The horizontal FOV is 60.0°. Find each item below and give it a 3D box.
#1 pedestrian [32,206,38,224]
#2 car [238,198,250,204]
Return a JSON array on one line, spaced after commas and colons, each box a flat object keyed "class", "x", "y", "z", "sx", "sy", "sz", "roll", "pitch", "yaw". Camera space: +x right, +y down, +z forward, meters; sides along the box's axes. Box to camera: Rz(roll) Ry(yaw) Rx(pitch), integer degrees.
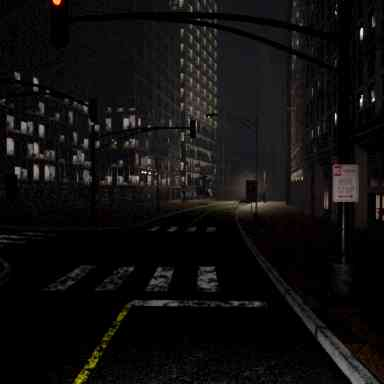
[{"class": "pedestrian", "x": -9.376, "y": 1.345, "z": 19.873, "sx": 0.500, "sy": 1.100, "sz": 0.500, "roll": 0, "pitch": 0, "yaw": 17}, {"class": "car", "x": 10.896, "y": 1.865, "z": 68.989, "sx": 1.895, "sy": 1.301, "sz": 4.718, "roll": 0, "pitch": 0, "yaw": 18}]
